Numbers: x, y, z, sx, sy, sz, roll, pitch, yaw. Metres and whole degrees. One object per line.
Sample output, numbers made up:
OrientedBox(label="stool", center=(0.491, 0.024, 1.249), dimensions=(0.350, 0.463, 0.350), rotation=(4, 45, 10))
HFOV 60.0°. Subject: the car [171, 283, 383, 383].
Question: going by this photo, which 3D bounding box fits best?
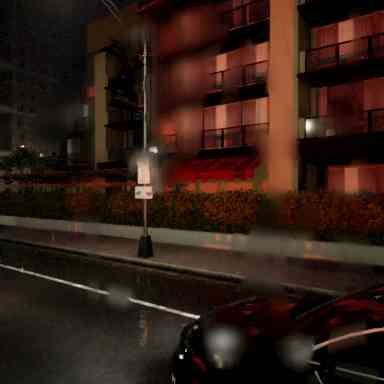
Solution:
OrientedBox(label="car", center=(2.052, 1.505, 2.592), dimensions=(4.892, 1.490, 1.837), rotation=(0, 0, 35))
